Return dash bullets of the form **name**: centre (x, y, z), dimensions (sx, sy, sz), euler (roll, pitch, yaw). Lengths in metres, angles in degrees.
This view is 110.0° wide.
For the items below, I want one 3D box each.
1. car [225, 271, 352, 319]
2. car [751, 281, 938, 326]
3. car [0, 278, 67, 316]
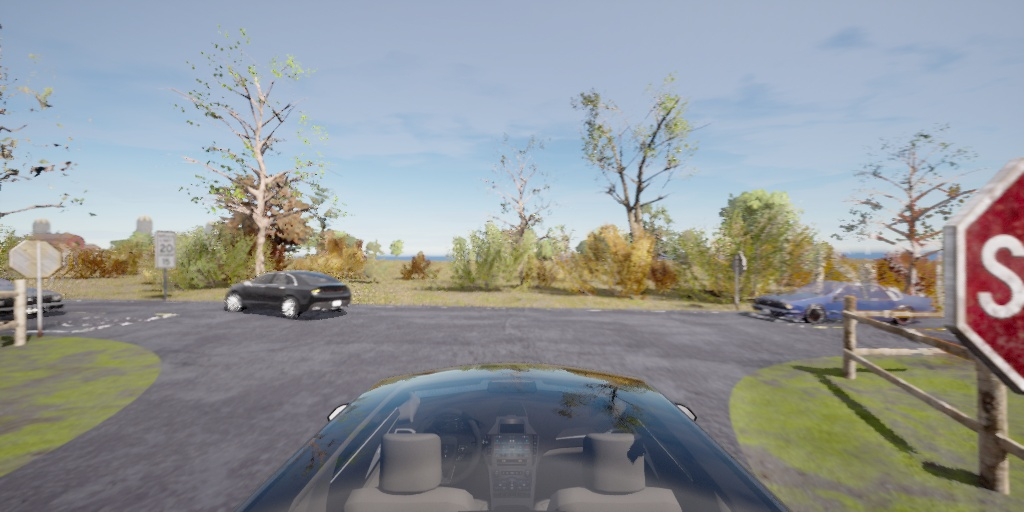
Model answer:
- **car**: centre (-8.015, 1.279, 12.812), dimensions (4.892, 1.490, 1.837), euler (1, -2, 23)
- **car**: centre (11.700, 1.604, 12.782), dimensions (5.357, 1.411, 2.033), euler (1, 0, -1)
- **car**: centre (-16.952, 1.192, 10.770), dimensions (5.357, 1.411, 2.033), euler (1, 0, 2)
